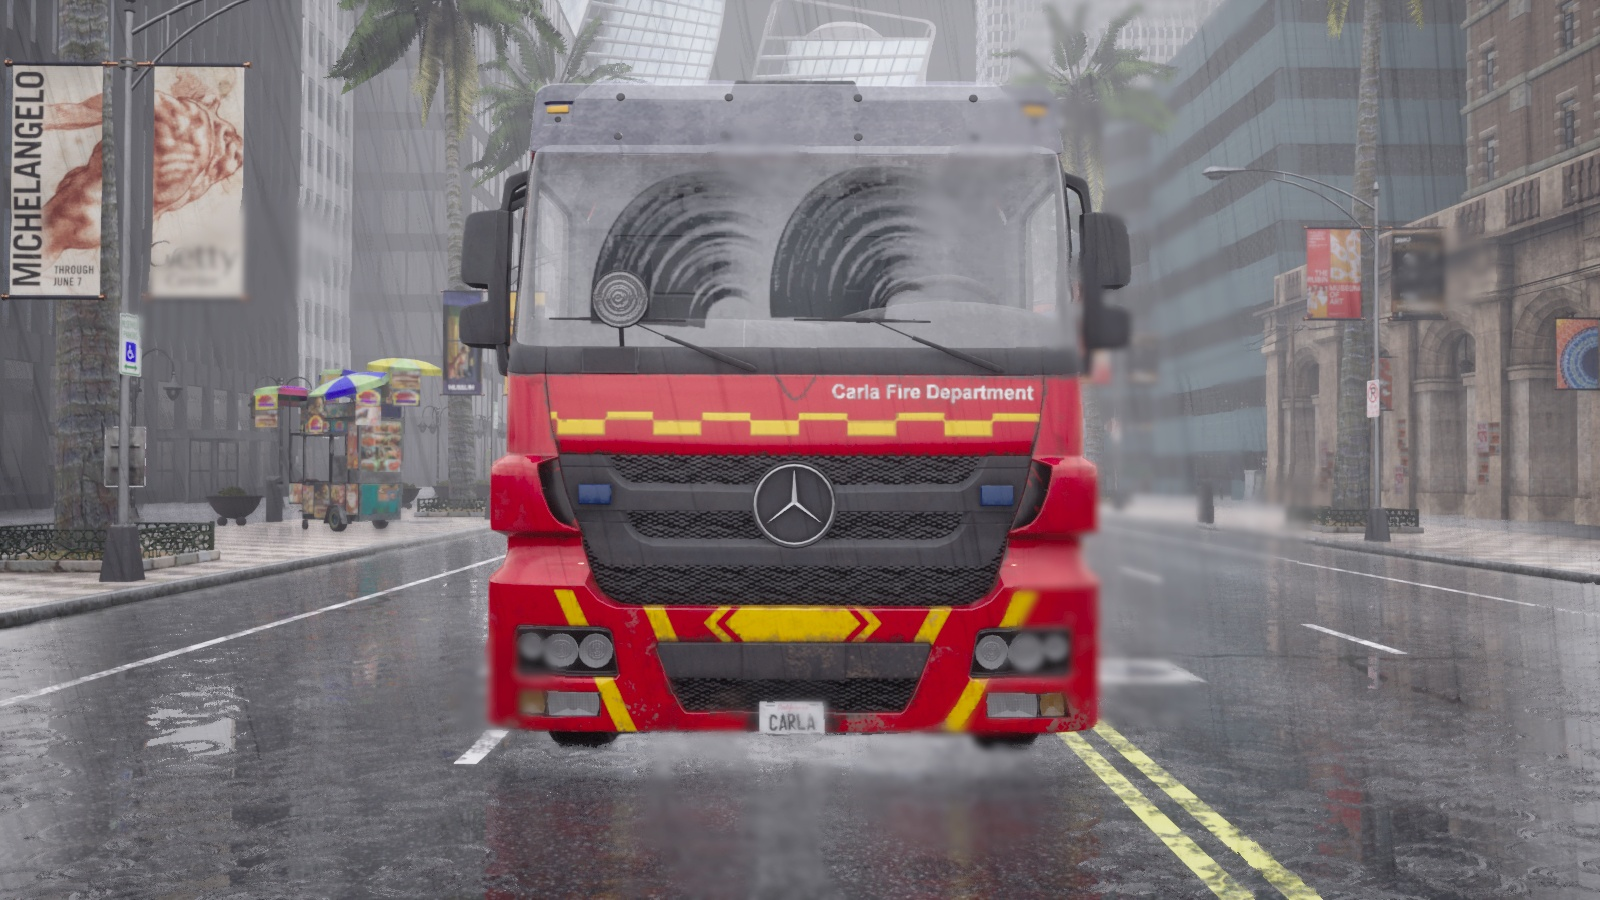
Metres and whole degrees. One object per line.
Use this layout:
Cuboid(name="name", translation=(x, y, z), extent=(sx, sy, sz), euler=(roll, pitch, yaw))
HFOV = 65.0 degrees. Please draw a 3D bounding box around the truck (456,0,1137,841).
Cuboid(name="truck", translation=(-0.025, -0.189, 9.594), extent=(2.891, 3.827, 8.468), euler=(0, -1, 0))
